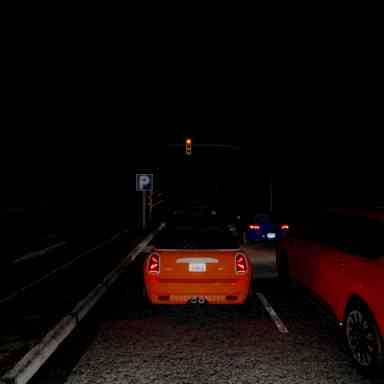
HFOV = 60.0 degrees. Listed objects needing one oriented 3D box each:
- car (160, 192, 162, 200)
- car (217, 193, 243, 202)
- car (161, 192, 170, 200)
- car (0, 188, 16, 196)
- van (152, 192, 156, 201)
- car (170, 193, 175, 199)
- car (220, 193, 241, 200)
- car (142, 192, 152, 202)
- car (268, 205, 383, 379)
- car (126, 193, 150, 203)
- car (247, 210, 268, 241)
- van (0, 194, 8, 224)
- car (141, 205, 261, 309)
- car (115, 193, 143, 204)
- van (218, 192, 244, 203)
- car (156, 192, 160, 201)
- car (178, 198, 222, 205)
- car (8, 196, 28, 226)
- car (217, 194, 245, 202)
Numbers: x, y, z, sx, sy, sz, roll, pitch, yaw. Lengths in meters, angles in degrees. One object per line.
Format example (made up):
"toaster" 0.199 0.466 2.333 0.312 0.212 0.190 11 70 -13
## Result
"car" -9.798 1.352 75.248 4.674 1.452 2.002 -1 0 -13
"car" 7.529 1.135 65.898 4.553 1.767 2.185 1 0 -14
"car" -8.630 1.349 84.234 4.674 1.452 2.002 -1 0 -12
"car" -28.272 0.132 51.126 2.002 1.452 4.674 6 -3 -20
"van" -10.386 1.086 69.280 4.442 1.987 1.878 -1 0 -14
"car" -8.186 1.057 87.241 5.566 2.045 2.435 -1 0 -12
"car" 9.289 1.121 80.602 4.553 1.767 2.185 1 0 -12
"car" -10.932 1.309 63.287 5.366 1.575 1.946 -1 0 -15
"car" 3.099 1.229 5.660 2.150 2.045 5.566 0 0 -1
"car" -10.845 1.189 66.239 4.553 1.767 2.185 -1 0 -14
"car" 3.130 1.547 15.354 1.812 1.442 4.674 0 0 0
"van" -13.642 1.294 19.505 4.442 1.987 1.878 -1 0 -20
"car" 0.101 1.363 8.049 2.097 1.767 4.553 0 0 0
"car" -11.570 1.352 60.294 4.792 1.488 2.163 -1 0 -15
"van" 7.152 1.036 62.928 4.442 1.987 1.878 1 0 -14
"car" -10.164 1.314 72.252 4.892 1.521 2.231 -1 0 -14
"car" 0.141 1.376 16.696 2.097 1.767 4.553 0 0 0
"car" -13.673 1.400 22.483 4.553 1.767 2.185 -1 0 -19
"car" 8.059 1.257 68.893 5.366 1.575 1.946 1 0 -13
